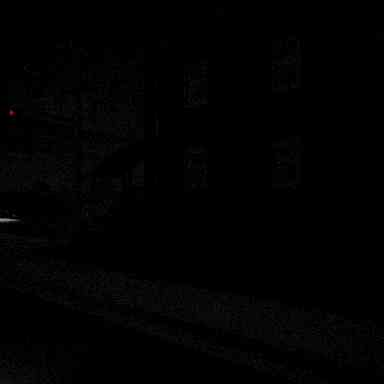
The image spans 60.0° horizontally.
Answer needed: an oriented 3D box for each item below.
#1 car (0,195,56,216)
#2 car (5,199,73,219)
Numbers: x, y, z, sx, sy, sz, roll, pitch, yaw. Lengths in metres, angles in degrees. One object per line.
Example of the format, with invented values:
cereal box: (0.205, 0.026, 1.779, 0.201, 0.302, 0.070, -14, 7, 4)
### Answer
car: (-16.094, 1.298, 32.971, 2.150, 2.045, 5.566, 0, 0, 36)
car: (-13.609, 1.614, 30.417, 2.033, 1.411, 5.357, 0, 0, 35)
